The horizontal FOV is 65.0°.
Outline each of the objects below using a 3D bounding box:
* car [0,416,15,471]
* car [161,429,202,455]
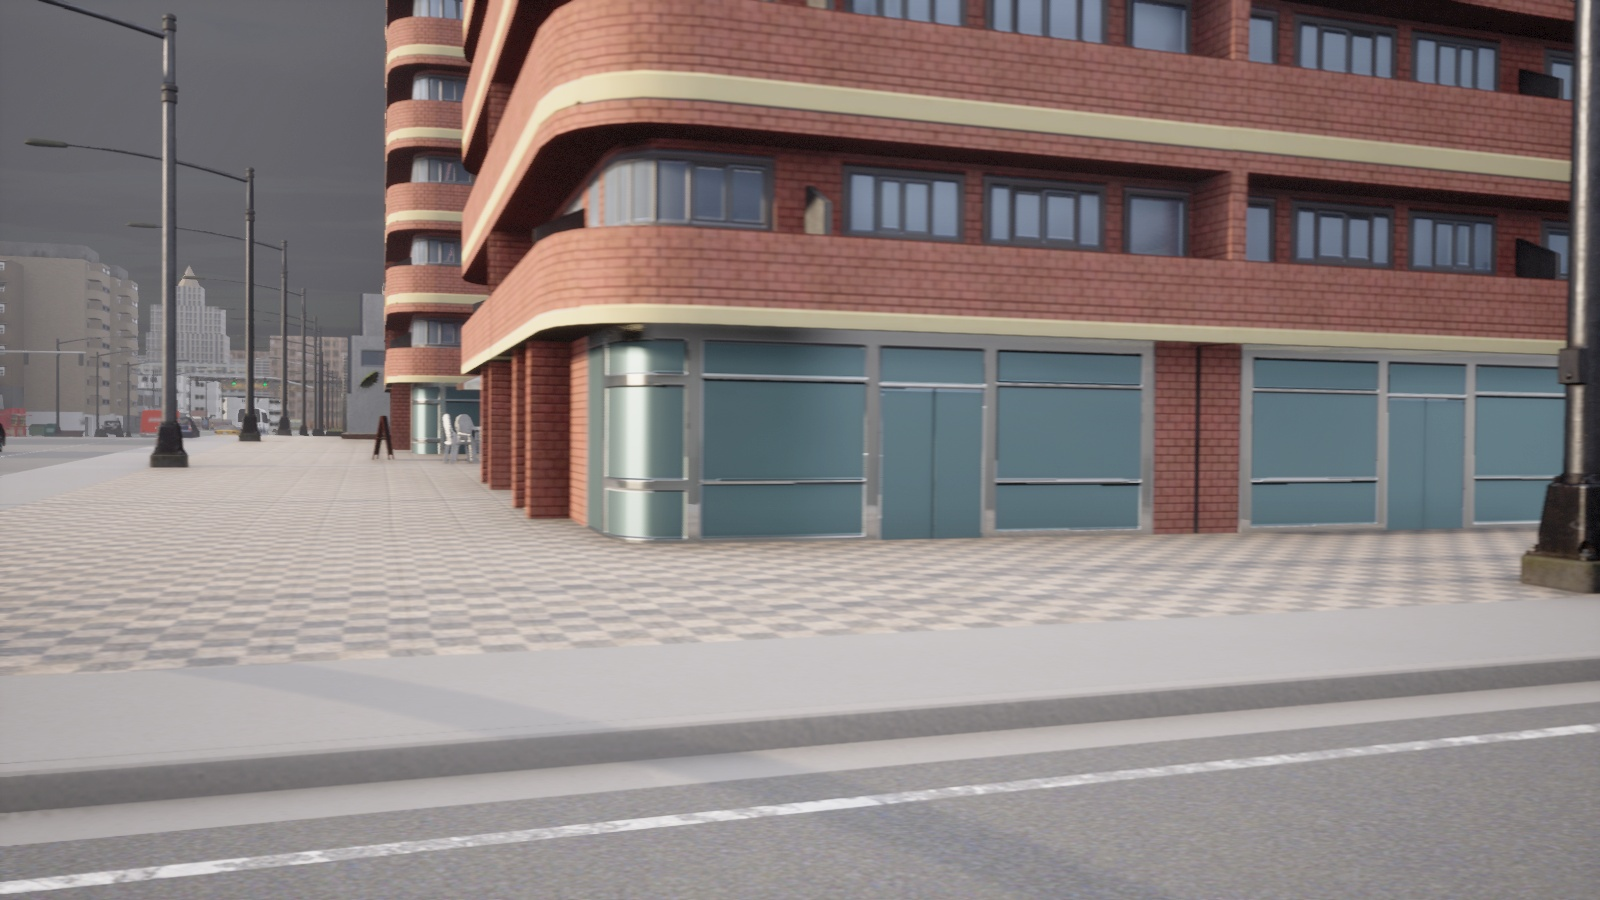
[{"bbox_3d":[-24.914,-0.148,36.909,2.033,1.649,4.856,-1,2,-19],"label":"car"},{"bbox_3d":[-40.229,-0.503,81.750,1.851,1.617,3.988,-1,0,-19],"label":"car"}]
